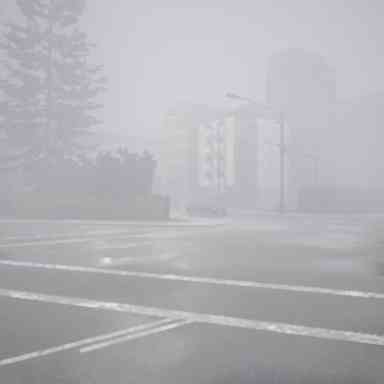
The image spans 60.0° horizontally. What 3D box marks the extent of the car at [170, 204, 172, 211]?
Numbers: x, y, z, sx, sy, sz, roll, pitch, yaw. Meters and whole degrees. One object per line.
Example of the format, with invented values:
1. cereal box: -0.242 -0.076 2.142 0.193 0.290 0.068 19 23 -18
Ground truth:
1. car: -4.268 1.541 39.886 1.882 1.535 5.008 0 0 -35

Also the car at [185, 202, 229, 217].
1. car: 1.387 1.665 31.816 1.895 1.301 4.718 0 0 -35
